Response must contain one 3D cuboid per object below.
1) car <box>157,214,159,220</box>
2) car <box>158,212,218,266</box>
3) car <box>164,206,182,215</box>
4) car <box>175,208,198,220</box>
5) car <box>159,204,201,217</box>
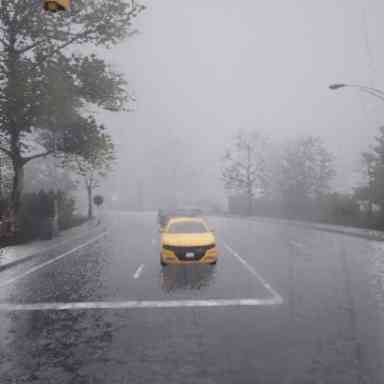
[{"bbox_3d":[-2.351,2.458,32.713,2.033,1.411,5.357,-1,-2,-11],"label":"car"},{"bbox_3d":[-0.183,1.743,12.803,1.882,1.535,5.008,-1,-1,-3],"label":"car"},{"bbox_3d":[-3.657,3.408,62.106,1.837,1.490,4.892,-1,-2,-23],"label":"car"},{"bbox_3d":[-0.781,2.773,42.542,1.994,1.385,4.181,-1,-2,-14],"label":"car"},{"bbox_3d":[-0.934,1.900,22.581,2.097,1.767,4.553,-1,-2,-7],"label":"car"}]
